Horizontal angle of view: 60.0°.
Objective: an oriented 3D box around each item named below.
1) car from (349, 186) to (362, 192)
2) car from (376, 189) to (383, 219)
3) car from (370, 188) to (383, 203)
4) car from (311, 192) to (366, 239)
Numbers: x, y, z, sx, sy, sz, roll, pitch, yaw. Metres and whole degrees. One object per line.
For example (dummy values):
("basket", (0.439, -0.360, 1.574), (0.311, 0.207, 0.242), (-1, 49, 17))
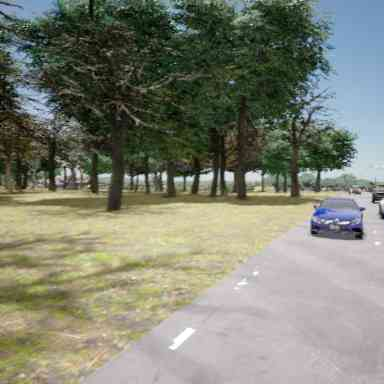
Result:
("car", (31.611, -0.350, 64.365), (2.097, 1.767, 4.553), (2, 2, 27))
("car", (12.153, 0.780, 19.616), (1.812, 1.442, 4.674), (2, 3, 27))
("car", (19.280, 0.346, 33.708), (1.837, 1.490, 4.892), (2, 3, 27))
("car", (6.277, 0.949, 14.216), (1.812, 1.442, 4.674), (2, 3, 27))
